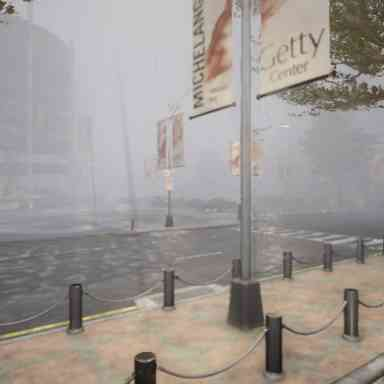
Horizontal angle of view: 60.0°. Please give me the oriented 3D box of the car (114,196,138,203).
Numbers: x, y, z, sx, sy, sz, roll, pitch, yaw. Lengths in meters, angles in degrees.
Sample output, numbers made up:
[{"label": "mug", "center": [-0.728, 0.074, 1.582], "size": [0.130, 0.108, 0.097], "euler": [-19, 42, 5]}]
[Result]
[{"label": "car", "center": [-14.045, 1.526, 70.695], "size": [4.674, 1.442, 1.812], "euler": [0, 0, 26]}]

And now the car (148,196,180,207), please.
[{"label": "car", "center": [-4.458, 1.353, 51.945], "size": [2.097, 1.767, 4.553], "euler": [0, 0, -37]}]

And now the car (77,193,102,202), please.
[{"label": "car", "center": [-23.296, 1.548, 74.386], "size": [4.718, 1.301, 1.895], "euler": [0, 0, 12]}]

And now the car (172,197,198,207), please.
[{"label": "car", "center": [-1.153, 1.526, 53.381], "size": [1.812, 1.442, 4.674], "euler": [0, 0, -37]}]

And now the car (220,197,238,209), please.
[{"label": "car", "center": [4.288, 1.477, 45.865], "size": [1.882, 1.535, 5.008], "euler": [0, 0, -37]}]

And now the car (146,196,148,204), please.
[{"label": "car", "center": [-7.802, 1.493, 61.415], "size": [4.902, 1.511, 2.128], "euler": [0, 0, 44]}]

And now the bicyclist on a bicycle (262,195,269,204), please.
[{"label": "bicyclist on a bicycle", "center": [12.980, 1.299, 58.627], "size": [1.656, 1.620, 0.582], "euler": [0, 0, -36]}]

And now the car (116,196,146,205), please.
[{"label": "car", "center": [-11.224, 1.549, 59.849], "size": [5.357, 1.411, 2.033], "euler": [0, 0, 41]}]

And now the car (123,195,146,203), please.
[{"label": "car", "center": [-12.809, 1.527, 73.986], "size": [4.902, 1.511, 2.128], "euler": [0, 0, 26]}]

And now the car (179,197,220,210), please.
[{"label": "car", "center": [0.972, 1.547, 44.499], "size": [2.033, 1.411, 5.357], "euler": [0, 0, -35]}]

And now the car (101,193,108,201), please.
[{"label": "car", "center": [-22.338, 1.169, 77.753], "size": [5.566, 2.045, 2.150], "euler": [0, 0, 12]}]
